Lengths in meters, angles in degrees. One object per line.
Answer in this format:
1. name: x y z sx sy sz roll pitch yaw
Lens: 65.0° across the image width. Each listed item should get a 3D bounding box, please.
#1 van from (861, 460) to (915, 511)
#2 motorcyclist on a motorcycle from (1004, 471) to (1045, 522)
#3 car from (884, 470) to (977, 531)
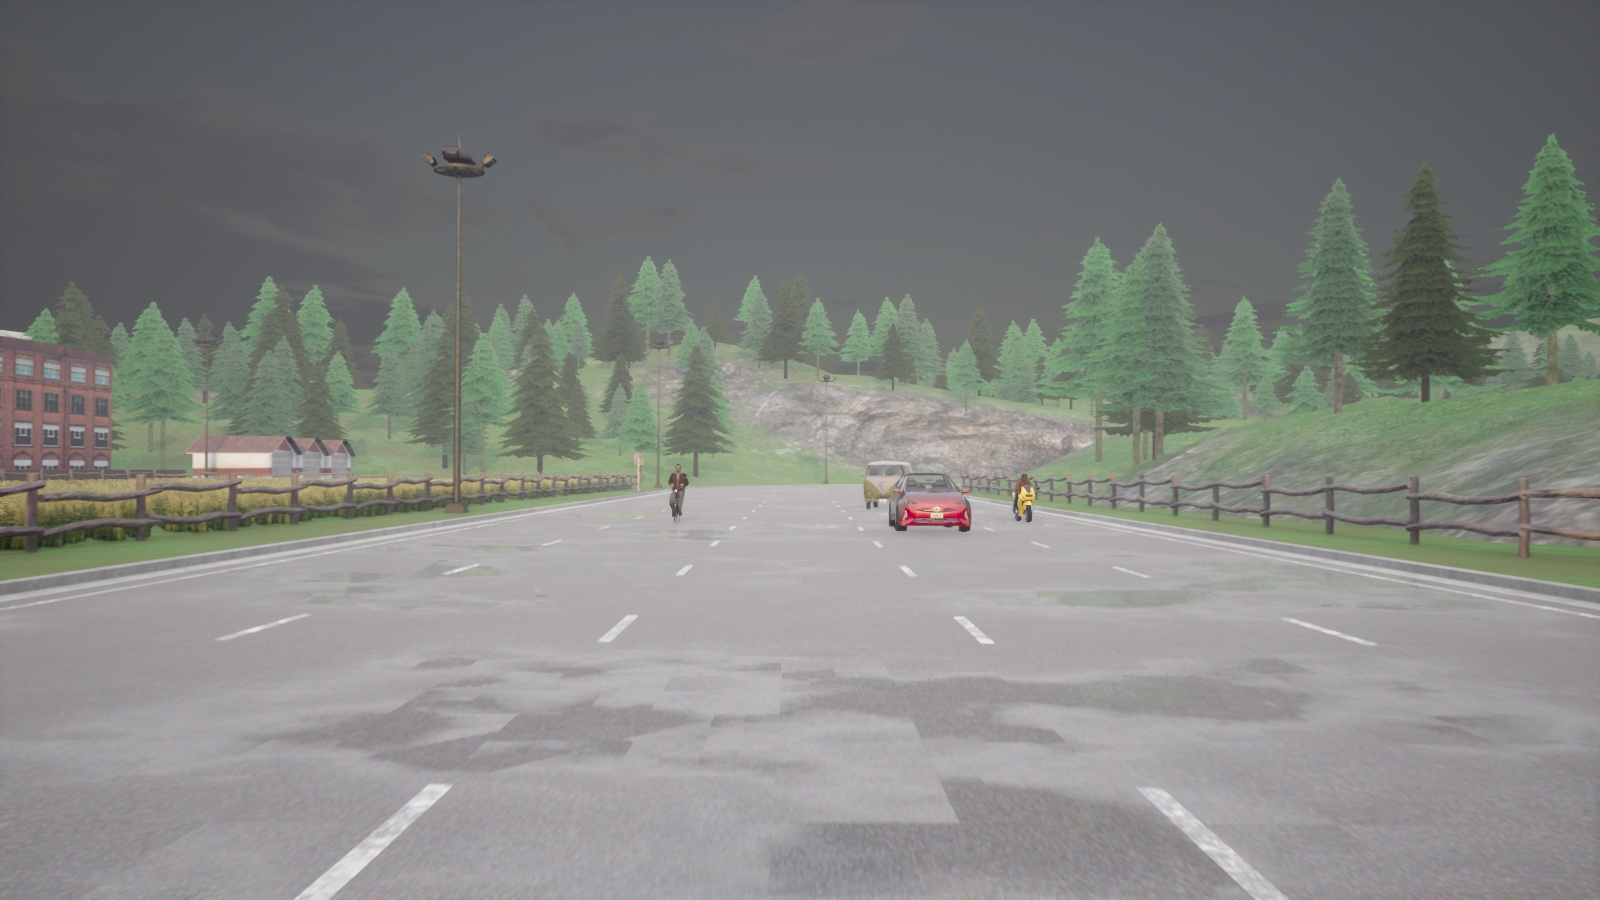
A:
1. van: 3.684 1.419 52.004 1.775 1.987 4.442 -1 -1 10
2. motorcyclist on a motorcycle: 6.902 1.416 38.629 0.797 1.523 2.044 -1 -1 -2
3. car: 3.425 1.313 33.740 2.007 1.525 4.514 0 -1 0
